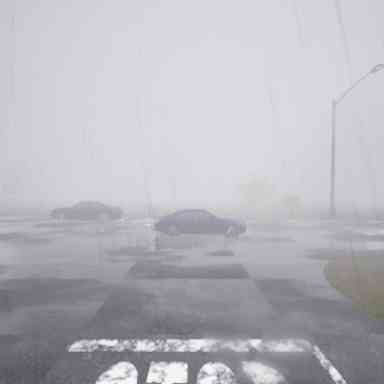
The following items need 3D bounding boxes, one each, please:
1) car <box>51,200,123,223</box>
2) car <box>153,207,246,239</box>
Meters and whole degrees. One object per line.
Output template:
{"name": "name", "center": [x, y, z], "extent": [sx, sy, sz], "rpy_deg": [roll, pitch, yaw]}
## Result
{"name": "car", "center": [-7.504, 1.358, 23.895], "extent": [5.008, 1.535, 1.882], "rpy_deg": [1, 1, 0]}
{"name": "car", "center": [0.381, 1.523, 16.839], "extent": [4.674, 1.442, 1.812], "rpy_deg": [0, 0, 0]}
